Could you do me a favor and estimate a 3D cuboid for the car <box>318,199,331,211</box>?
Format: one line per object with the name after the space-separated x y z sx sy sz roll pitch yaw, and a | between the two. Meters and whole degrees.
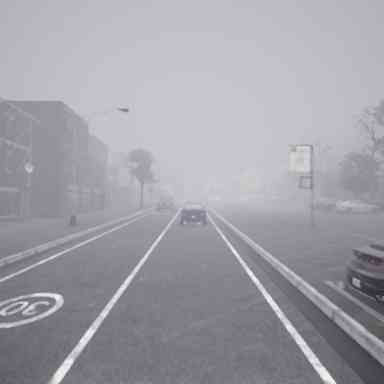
18.711 1.661 40.813 5.008 1.535 2.097 0 0 0 | car

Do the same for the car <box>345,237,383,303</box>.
5.592 1.480 6.425 4.892 1.521 2.231 0 0 0 | car

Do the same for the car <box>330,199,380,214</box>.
18.701 1.683 37.664 4.674 1.452 2.002 0 0 0 | car

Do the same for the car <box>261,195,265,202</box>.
18.691 1.898 74.868 4.674 1.452 2.002 0 0 0 | car

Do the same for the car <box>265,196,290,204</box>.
18.761 1.712 71.699 4.553 1.767 2.185 0 0 0 | car

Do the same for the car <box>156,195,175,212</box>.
-3.335 1.442 42.850 2.150 2.045 5.566 0 0 0 | car

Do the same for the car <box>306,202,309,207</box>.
18.708 1.739 47.362 4.674 1.452 2.002 0 0 0 | car

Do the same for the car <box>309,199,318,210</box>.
18.703 1.681 44.086 4.892 1.521 2.231 0 0 0 | car

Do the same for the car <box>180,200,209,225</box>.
0.101 1.593 25.455 1.882 1.535 5.008 0 0 0 | car
